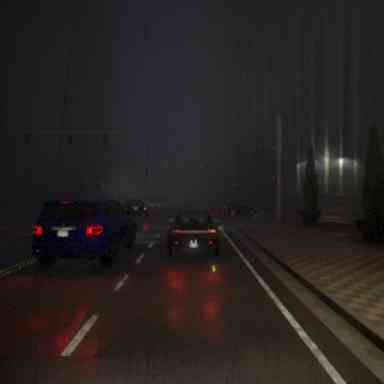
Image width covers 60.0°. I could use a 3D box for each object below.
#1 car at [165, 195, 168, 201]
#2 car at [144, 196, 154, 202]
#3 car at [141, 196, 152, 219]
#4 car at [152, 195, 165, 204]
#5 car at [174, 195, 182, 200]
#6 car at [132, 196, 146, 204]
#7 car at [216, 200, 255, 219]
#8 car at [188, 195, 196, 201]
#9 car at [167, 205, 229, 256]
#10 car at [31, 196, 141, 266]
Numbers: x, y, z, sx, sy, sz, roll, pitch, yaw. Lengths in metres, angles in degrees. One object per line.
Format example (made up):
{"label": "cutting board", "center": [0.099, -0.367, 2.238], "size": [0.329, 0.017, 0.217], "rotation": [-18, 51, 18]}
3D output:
{"label": "car", "center": [-6.998, 1.497, 81.231], "size": [1.882, 1.535, 5.008], "rotation": [0, 0, 0]}
{"label": "car", "center": [-10.498, 1.572, 81.231], "size": [1.994, 1.385, 4.181], "rotation": [0, 0, 0]}
{"label": "car", "center": [-5.187, 1.361, 28.593], "size": [2.097, 1.767, 4.553], "rotation": [0, 0, -19]}
{"label": "car", "center": [-7.006, 1.586, 66.101], "size": [1.994, 1.385, 4.181], "rotation": [0, 0, 0]}
{"label": "car", "center": [-3.497, 1.370, 83.615], "size": [1.812, 1.442, 4.674], "rotation": [0, 0, 0]}
{"label": "car", "center": [-10.505, 1.502, 66.028], "size": [1.882, 1.535, 5.008], "rotation": [0, 0, 0]}
{"label": "car", "center": [3.717, 1.489, 29.773], "size": [1.882, 1.535, 5.008], "rotation": [-2, -1, 41]}
{"label": "car", "center": [0.003, 1.460, 83.075], "size": [1.837, 1.490, 4.892], "rotation": [0, 0, 0]}
{"label": "car", "center": [0.065, 1.496, 13.108], "size": [2.128, 1.511, 4.902], "rotation": [0, 0, 0]}
{"label": "car", "center": [-3.447, 1.225, 11.654], "size": [2.150, 2.045, 5.566], "rotation": [0, 0, 1]}
